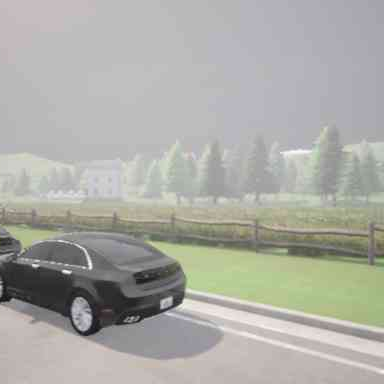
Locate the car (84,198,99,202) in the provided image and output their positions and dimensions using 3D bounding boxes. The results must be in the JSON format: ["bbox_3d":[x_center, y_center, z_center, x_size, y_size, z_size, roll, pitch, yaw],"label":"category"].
[{"bbox_3d":[-27.367,2.363,90.667,4.605,1.855,1.932,-1,-1,36],"label":"car"}]

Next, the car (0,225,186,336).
[{"bbox_3d":[-2.381,1.595,6.894,4.892,1.490,1.837,-1,-1,36],"label":"car"}]
